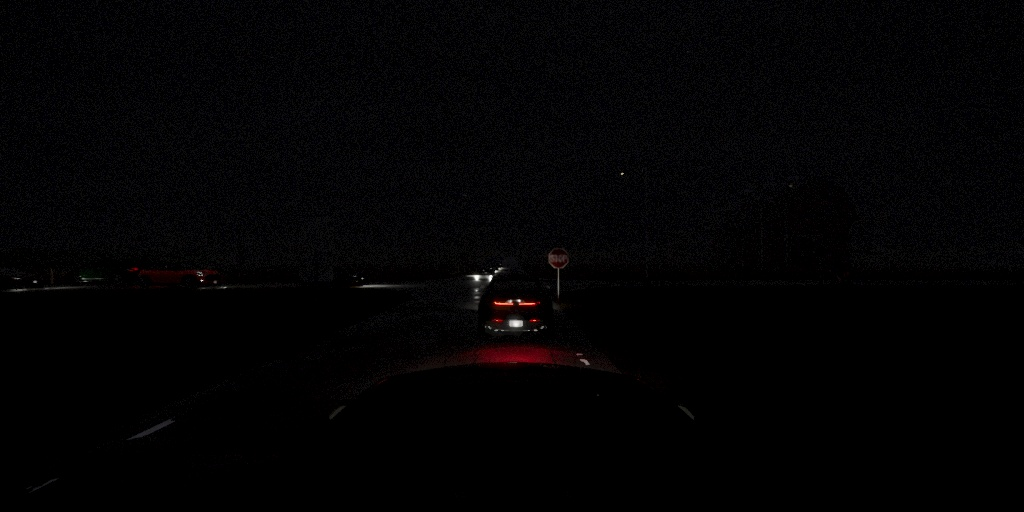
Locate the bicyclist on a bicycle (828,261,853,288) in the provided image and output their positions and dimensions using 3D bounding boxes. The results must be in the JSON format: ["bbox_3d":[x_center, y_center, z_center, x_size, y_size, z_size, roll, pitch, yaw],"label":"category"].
[{"bbox_3d":[19.925,1.101,21.760,0.582,1.620,1.656,0,0,0],"label":"bicyclist on a bicycle"}]

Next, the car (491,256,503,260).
[{"bbox_3d":[-2.885,1.025,65.205,2.150,2.045,5.566,0,0,1],"label":"car"}]

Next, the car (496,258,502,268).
[{"bbox_3d":[-2.897,1.335,50.808,2.033,1.411,5.357,0,0,0],"label":"car"}]

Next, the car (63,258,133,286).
[{"bbox_3d":[-30.574,1.218,27.405,5.566,2.045,2.150,-1,-1,0],"label":"car"}]

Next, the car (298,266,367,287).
[{"bbox_3d":[-12.131,1.359,24.369,4.181,1.385,1.994,0,-1,2],"label":"car"}]

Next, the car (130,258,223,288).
[{"bbox_3d":[-22.553,1.227,24.519,4.553,1.767,2.097,-1,-1,0],"label":"car"}]

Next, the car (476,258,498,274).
[{"bbox_3d":[-2.939,1.281,40.200,1.837,1.490,4.892,0,0,1],"label":"car"}]

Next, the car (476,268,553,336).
[{"bbox_3d":[0.090,1.258,10.388,1.837,1.490,4.892,0,0,0],"label":"car"}]

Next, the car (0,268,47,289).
[{"bbox_3d":[-34.858,1.509,24.438,4.674,1.442,1.812,-1,-1,0],"label":"car"}]
